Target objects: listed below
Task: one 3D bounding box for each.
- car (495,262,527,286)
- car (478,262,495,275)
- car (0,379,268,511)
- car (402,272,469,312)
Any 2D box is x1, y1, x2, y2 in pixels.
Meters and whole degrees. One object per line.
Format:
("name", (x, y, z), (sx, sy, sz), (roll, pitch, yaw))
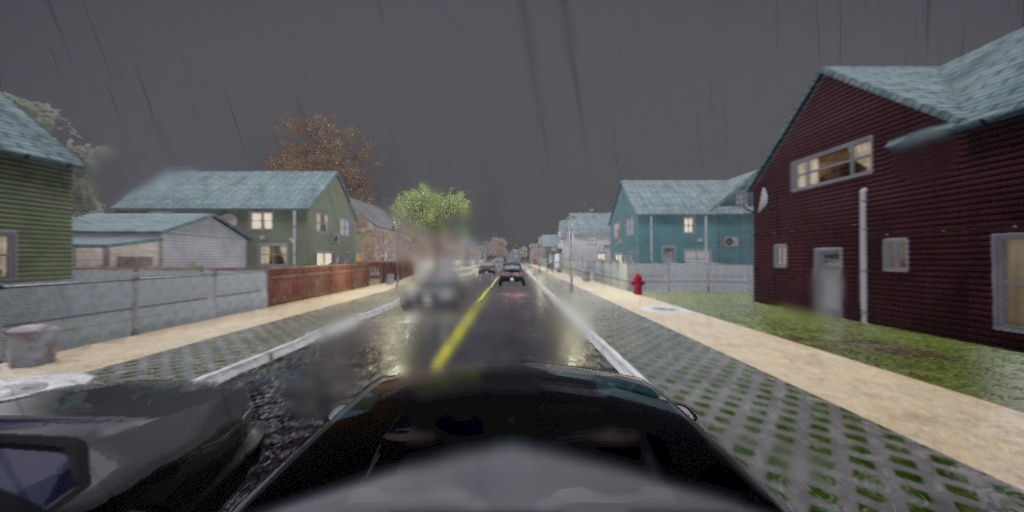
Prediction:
("car", (0.016, 1.275, 25.802), (1.837, 1.490, 4.892), (0, 0, 0))
("car", (-2.743, 1.361, 40.919), (2.033, 1.411, 5.357), (0, 0, 0))
("car", (-2.851, 1.300, 0.415), (2.033, 1.411, 5.357), (0, 0, 0))
("car", (-2.836, 1.314, 14.060), (1.994, 1.385, 4.181), (0, 0, 0))
